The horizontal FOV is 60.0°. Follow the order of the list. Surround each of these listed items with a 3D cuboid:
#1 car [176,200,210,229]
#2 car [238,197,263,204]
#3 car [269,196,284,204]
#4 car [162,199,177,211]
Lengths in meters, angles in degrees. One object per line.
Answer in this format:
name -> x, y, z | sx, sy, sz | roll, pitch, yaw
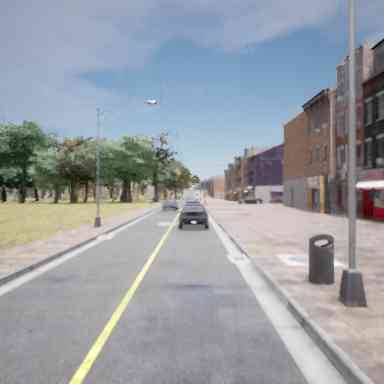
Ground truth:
car -> 0.106, 1.540, 22.030 | 1.837, 1.490, 4.892 | 0, 0, 0
car -> 10.447, 1.508, 59.755 | 4.403, 1.369, 2.008 | -1, 1, 0
car -> 15.979, 1.420, 59.752 | 4.206, 1.307, 1.802 | -1, 1, 0
car -> -2.768, 1.642, 42.943 | 2.033, 1.411, 5.357 | 0, 0, 1
